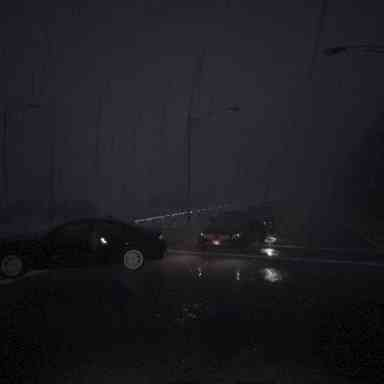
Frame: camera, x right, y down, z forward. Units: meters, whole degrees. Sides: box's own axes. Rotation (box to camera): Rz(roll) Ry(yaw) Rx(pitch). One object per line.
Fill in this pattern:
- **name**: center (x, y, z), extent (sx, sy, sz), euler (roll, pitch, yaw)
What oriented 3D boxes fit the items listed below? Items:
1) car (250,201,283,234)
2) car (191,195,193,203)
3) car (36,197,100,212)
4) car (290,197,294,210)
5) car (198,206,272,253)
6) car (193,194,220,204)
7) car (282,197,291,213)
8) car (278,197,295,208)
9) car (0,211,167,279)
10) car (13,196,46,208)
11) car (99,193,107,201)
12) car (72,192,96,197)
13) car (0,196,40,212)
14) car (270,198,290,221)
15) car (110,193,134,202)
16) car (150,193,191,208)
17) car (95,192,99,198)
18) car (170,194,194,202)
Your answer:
- **car**: center (3.984, 1.490, 19.282), extent (1.837, 1.490, 4.892), euler (0, 0, 19)
- **car**: center (-2.376, 1.053, 44.644), extent (3.866, 1.878, 1.905), euler (0, 0, 19)
- **car**: center (-9.006, 1.356, 24.201), extent (3.633, 1.501, 1.845), euler (0, 0, 19)
- **car**: center (9.830, 1.544, 36.525), extent (1.994, 1.385, 4.181), euler (0, 0, 19)
- **car**: center (1.832, 1.514, 13.876), extent (1.812, 1.442, 4.674), euler (0, 0, 24)
- **car**: center (1.727, 1.126, 56.763), extent (5.027, 1.636, 2.152), euler (0, 0, 19)
- **car**: center (7.785, 1.487, 30.488), extent (1.837, 1.490, 4.892), euler (0, 0, 19)
- **car**: center (13.596, 1.468, 47.653), extent (2.128, 1.511, 4.902), euler (0, 0, 19)
- **car**: center (-3.271, 1.475, 9.857), extent (5.008, 1.535, 1.882), euler (0, 0, -15)
- **car**: center (-21.645, 1.273, 44.288), extent (3.633, 1.501, 1.845), euler (0, 0, 19)
- **car**: center (-20.131, 1.014, 70.946), extent (3.866, 1.878, 1.905), euler (0, 0, 19)
- **car**: center (-18.401, 1.249, 53.739), extent (4.514, 1.523, 2.007), euler (0, 0, 19)
- **car**: center (-15.079, 1.356, 29.404), extent (3.806, 1.475, 1.970), euler (0, 0, 19)
- **car**: center (5.901, 1.475, 24.927), extent (2.128, 1.511, 4.902), euler (0, 0, 19)
- **car**: center (-13.732, 1.046, 65.310), extent (4.605, 1.855, 1.932), euler (0, 0, 19)
- **car**: center (-2.917, 1.074, 41.759), extent (4.605, 1.855, 1.932), euler (0, 0, 19)
- **car**: center (-21.776, 1.298, 67.993), extent (3.806, 1.475, 1.970), euler (0, 0, 19)
- **car**: center (-2.024, 1.258, 68.675), extent (4.514, 1.523, 2.007), euler (0, 0, 19)
